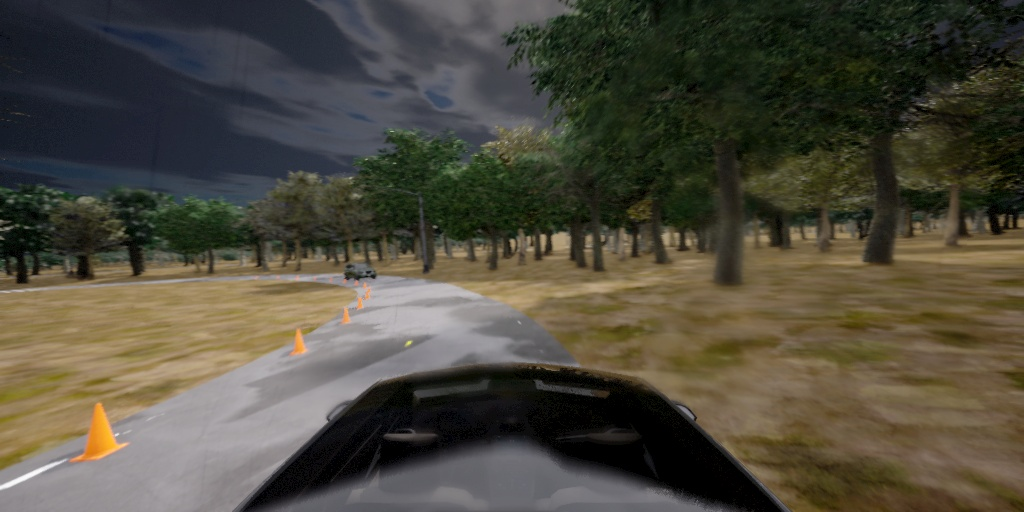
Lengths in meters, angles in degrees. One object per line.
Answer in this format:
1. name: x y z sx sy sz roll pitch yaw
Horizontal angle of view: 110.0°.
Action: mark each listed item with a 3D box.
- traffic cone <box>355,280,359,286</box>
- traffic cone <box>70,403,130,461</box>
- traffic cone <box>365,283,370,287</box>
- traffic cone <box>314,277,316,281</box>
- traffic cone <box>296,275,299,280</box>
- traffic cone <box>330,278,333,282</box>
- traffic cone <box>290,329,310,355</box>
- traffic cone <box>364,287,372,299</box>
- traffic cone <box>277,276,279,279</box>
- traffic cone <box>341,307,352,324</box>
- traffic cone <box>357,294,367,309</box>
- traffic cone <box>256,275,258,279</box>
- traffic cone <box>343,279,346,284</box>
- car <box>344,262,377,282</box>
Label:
1. traffic cone: -15.428 2.656 35.649 0.340 0.580 0.340 0 0 -35
2. traffic cone: -4.899 2.053 4.278 0.340 0.580 0.340 0 0 -1
3. traffic cone: -10.857 2.523 27.396 0.340 0.580 0.340 0 0 -23
4. traffic cone: -25.161 2.820 45.876 0.340 0.580 0.340 0 0 38
5. traffic cone: -29.043 2.887 48.568 0.340 0.580 0.340 0 0 32
6. traffic cone: -21.574 2.770 42.804 0.340 0.580 0.340 0 0 44
7. traffic cone: -5.290 2.110 8.944 0.340 0.580 0.340 0 0 -8
8. traffic cone: -9.212 2.449 22.934 0.340 0.580 0.340 0 0 -18
9. traffic cone: -33.176 2.990 50.855 0.340 0.580 0.340 0 0 26
10. traffic cone: -6.226 2.218 13.533 0.340 0.580 0.340 0 0 -15
11. traffic cone: -7.671 2.350 18.175 0.340 0.580 0.340 0 0 -18
12. traffic cone: -37.518 3.126 52.711 0.340 0.580 0.340 0 0 20
13. traffic cone: -18.318 2.715 39.384 0.340 0.580 0.340 0 0 -41
14. car: -17.825 1.827 41.969 2.150 2.045 5.566 -6 3 -43
